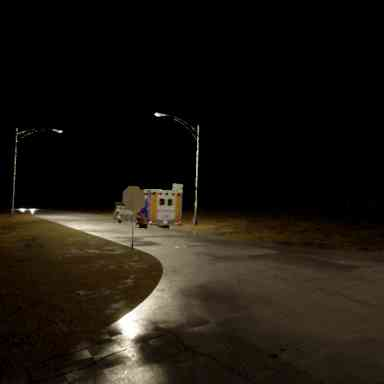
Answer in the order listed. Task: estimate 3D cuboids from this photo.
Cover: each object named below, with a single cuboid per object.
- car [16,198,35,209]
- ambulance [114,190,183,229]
[{"bbox_3d":[-23.274,1.593,46.499,1.994,1.385,4.181,3,-2,-35],"label":"car"},{"bbox_3d":[-3.209,1.118,22.319,2.351,2.431,6.366,3,-2,-35],"label":"ambulance"}]
